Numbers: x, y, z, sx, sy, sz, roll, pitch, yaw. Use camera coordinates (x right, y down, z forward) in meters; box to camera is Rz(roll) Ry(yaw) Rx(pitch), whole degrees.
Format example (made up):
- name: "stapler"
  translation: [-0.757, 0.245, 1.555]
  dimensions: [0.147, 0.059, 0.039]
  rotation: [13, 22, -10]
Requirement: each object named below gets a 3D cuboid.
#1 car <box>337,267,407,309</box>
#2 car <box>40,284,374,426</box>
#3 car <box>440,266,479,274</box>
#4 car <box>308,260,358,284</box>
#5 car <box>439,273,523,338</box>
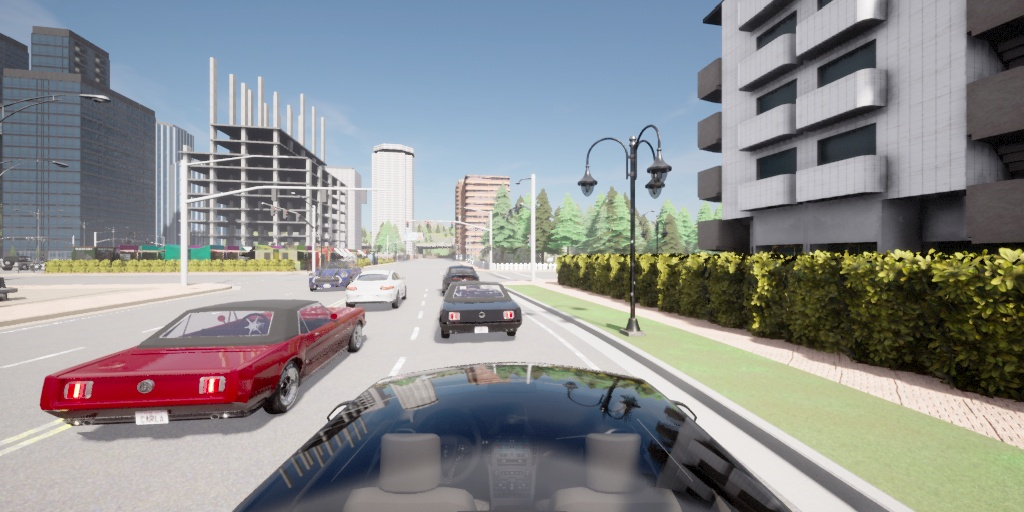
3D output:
- name: "car"
  translation: [-5.447, 1.276, 14.730]
  dimensions: [1.812, 1.442, 4.674]
  rotation: [0, 0, -11]
- name: "car"
  translation: [-3.909, 1.351, 5.846]
  dimensions: [1.895, 1.301, 4.718]
  rotation: [0, 0, -7]
- name: "car"
  translation: [-2.788, 1.255, 19.248]
  dimensions: [1.837, 1.490, 4.892]
  rotation: [0, 0, -12]
- name: "car"
  translation: [-10.504, 1.024, 21.615]
  dimensions: [2.097, 1.767, 4.553]
  rotation: [0, 0, -12]
- name: "car"
  translation: [-1.038, 1.351, 10.157]
  dimensions: [1.895, 1.301, 4.718]
  rotation: [0, 0, -9]
